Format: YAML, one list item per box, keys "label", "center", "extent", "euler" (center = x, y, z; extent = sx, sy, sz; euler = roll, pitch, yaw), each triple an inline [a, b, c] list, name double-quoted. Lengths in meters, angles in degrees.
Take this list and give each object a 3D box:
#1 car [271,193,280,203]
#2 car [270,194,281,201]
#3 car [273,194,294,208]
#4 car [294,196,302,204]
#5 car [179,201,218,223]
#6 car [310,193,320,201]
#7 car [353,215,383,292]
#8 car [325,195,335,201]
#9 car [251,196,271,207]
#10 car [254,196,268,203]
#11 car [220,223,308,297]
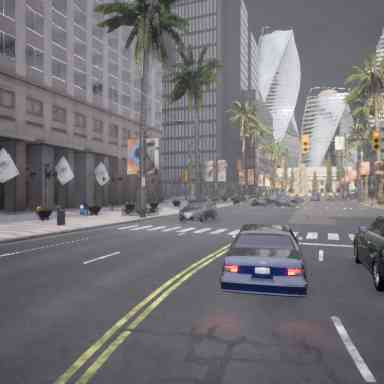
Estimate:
- label: "car"
  center: [14.855, 1.478, 61.912]
  extent: [1.882, 1.535, 5.008]
  euler: [0, 0, 22]
- label: "car"
  center: [22.554, 1.354, 89.830]
  extent: [2.185, 1.767, 4.553]
  euler: [0, 0, 21]
- label: "car"
  center: [13.568, 1.505, 49.101]
  extent: [1.837, 1.490, 4.892]
  euler: [0, 0, 21]
- label: "car"
  center: [19.237, 1.547, 63.406]
  extent: [2.033, 1.411, 5.357]
  euler: [0, 0, 22]
- label: "car"
  center: [0.590, 1.491, 25.818]
  extent: [2.128, 1.511, 4.902]
  euler: [0, 0, 21]
- label: "car"
  center: [29.354, 1.553, 79.408]
  extent: [1.994, 1.385, 4.181]
  euler: [0, 0, 21]
- label: "car"
  center: [5.661, 1.352, 8.755]
  extent: [2.097, 1.767, 4.553]
  euler: [0, 0, 18]
- label: "car"
  center: [34.270, 1.591, 82.389]
  extent: [1.895, 1.301, 4.718]
  euler: [0, 0, 21]
- label: "car"
  center: [10.190, 1.564, 50.181]
  extent: [1.994, 1.385, 4.181]
  euler: [0, 0, 22]
- label: "car"
  center: [14.451, 1.513, 69.450]
  extent: [2.161, 1.482, 4.786]
  euler: [0, 0, 21]
- label: "car"
  center: [1.946, 1.547, 8.787]
  extent: [2.033, 1.411, 5.357]
  euler: [0, 0, 14]
